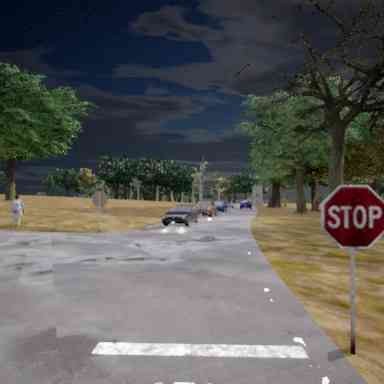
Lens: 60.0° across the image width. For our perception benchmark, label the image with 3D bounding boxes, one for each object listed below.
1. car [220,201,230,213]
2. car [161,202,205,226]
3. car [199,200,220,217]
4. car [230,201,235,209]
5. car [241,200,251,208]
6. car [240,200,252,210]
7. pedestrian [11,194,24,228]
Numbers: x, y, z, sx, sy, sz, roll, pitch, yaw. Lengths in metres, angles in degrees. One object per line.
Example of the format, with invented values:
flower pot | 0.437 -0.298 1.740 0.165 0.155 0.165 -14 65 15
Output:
car | 3.599 1.931 44.733 1.882 1.535 5.008 0 -1 12
car | -0.702 1.716 25.005 2.033 1.411 5.357 0 -1 12
car | 1.346 1.659 34.770 2.097 1.767 4.553 0 -1 13
car | 6.436 2.280 58.535 1.895 1.301 4.718 0 -1 11
car | 10.700 2.293 65.626 1.882 1.535 5.008 0 -1 8
car | 9.007 2.099 55.432 1.882 1.535 5.008 0 -1 11
pedestrian | -9.703 1.042 18.425 0.375 1.860 0.375 0 -4 3
